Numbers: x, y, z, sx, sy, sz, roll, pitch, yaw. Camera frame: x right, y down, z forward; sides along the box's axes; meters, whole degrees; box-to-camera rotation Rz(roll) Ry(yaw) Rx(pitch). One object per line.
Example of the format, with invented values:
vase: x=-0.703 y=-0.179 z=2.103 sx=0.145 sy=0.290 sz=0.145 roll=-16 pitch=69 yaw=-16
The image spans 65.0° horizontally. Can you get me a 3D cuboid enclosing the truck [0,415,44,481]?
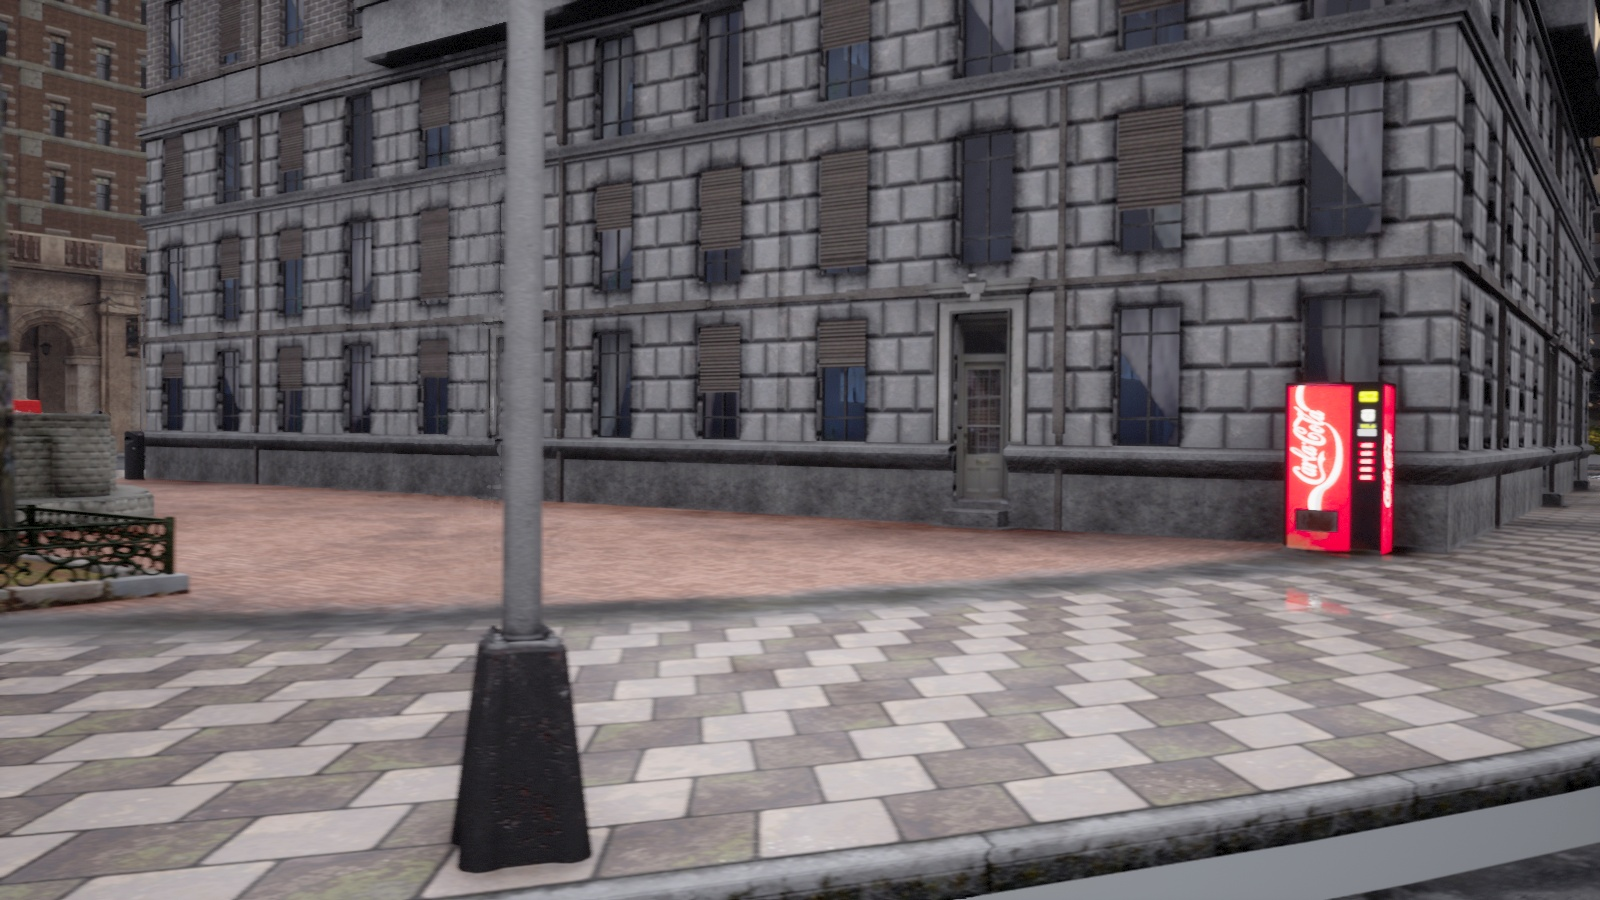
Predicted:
truck: x=-31.881 y=-0.050 z=47.298 sx=2.627 sy=2.467 sz=5.204 roll=0 pitch=1 yaw=35
